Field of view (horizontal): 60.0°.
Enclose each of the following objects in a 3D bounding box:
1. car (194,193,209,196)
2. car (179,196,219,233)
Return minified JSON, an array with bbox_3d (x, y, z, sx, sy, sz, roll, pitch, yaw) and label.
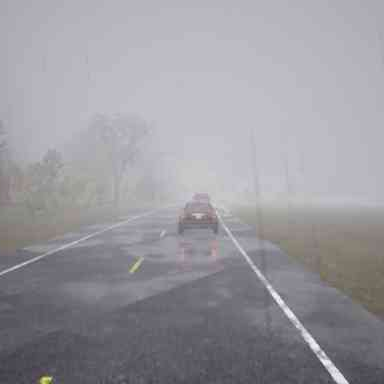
[{"bbox_3d":[1.192,1.105,39.969,2.150,2.045,5.566,0,0,3],"label":"car"},{"bbox_3d":[0.388,1.286,19.205,2.097,1.767,4.553,0,0,1],"label":"car"}]
